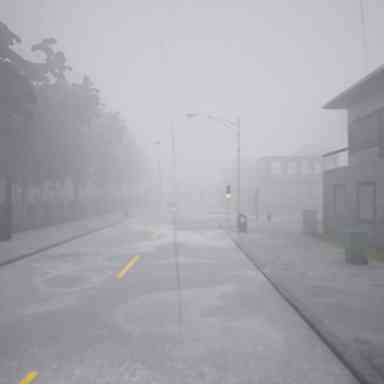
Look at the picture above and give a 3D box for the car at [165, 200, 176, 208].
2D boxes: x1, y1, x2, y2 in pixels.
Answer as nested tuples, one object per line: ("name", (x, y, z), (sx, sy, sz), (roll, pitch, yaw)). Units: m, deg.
("car", (-4.029, 2.174, 62.734), (1.882, 1.535, 5.008), (0, -1, 1))
